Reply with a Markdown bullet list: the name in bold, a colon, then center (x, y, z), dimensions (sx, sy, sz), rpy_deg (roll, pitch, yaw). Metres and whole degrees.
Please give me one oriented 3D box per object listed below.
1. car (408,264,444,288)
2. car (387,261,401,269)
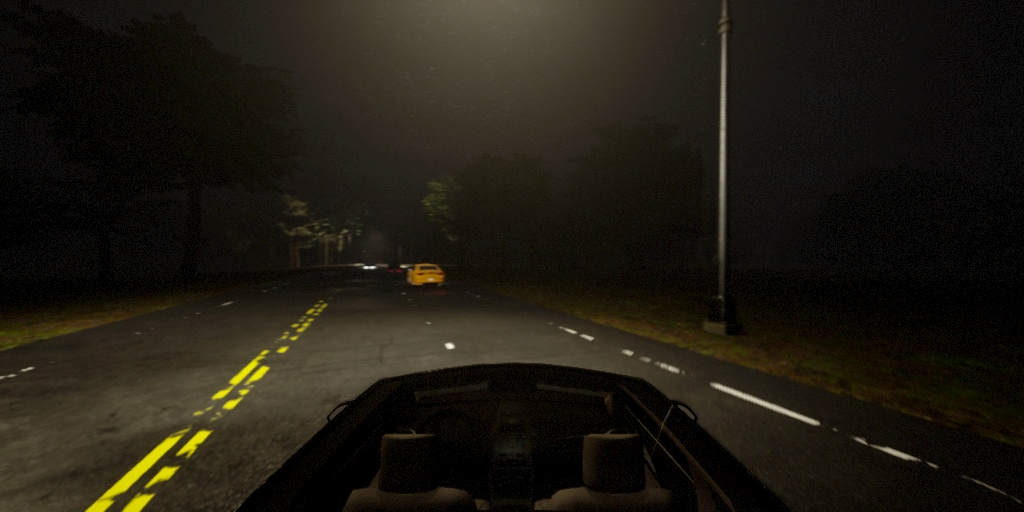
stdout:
- **car**: center (-5.837, 1.275, 24.152), dimensions (1.882, 1.535, 5.008), rpy_deg (1, 0, -21)
- **car**: center (-18.631, 1.439, 56.655), dimensions (1.895, 1.301, 4.718), rpy_deg (1, -1, -21)
